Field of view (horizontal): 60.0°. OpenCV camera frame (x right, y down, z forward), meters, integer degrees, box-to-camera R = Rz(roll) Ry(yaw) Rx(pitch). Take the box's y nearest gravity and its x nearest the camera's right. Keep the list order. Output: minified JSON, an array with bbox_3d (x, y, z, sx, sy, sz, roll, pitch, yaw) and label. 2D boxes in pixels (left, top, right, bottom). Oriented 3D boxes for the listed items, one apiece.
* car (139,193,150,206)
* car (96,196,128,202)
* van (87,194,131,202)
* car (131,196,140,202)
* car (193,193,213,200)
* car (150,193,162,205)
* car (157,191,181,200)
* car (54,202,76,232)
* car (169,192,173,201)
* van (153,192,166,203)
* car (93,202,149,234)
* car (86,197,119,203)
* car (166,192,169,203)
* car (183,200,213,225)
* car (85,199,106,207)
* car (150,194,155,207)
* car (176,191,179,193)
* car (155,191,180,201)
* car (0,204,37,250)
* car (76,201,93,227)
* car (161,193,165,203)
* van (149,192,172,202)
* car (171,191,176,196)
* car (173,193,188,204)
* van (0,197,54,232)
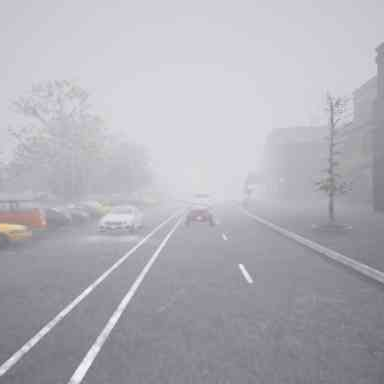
[{"bbox_3d":[-8.145,1.308,42.450,4.553,1.767,2.185,-1,0,-17],"label":"car"},{"bbox_3d":[-8.776,1.464,30.571,5.008,1.535,2.097,-1,0,-18],"label":"car"},{"bbox_3d":[-8.761,1.235,33.501,4.442,1.987,1.878,-1,0,-17],"label":"van"},{"bbox_3d":[-8.503,1.492,36.510,4.674,1.452,2.002,-1,0,-17],"label":"car"},{"bbox_3d":[1.350,1.161,41.253,2.150,2.045,5.566,0,0,4],"label":"car"},{"bbox_3d":[-7.623,1.404,48.429,5.366,1.575,1.946,-1,0,-16],"label":"car"},{"bbox_3d":[-5.591,0.906,80.861,5.566,2.045,2.435,-1,1,-16],"label":"car"},{"bbox_3d":[-9.194,1.510,18.736,4.674,1.452,2.002,-1,0,-19],"label":"car"},{"bbox_3d":[-6.793,1.316,63.165,5.008,1.535,2.097,-1,0,-16],"label":"car"},{"bbox_3d":[-7.302,1.134,57.211,4.442,1.987,1.878,-1,1,-16],"label":"van"},{"bbox_3d":[-3.943,1.507,19.305,1.812,1.442,4.674,0,0,2],"label":"car"},{"bbox_3d":[-9.083,1.467,27.548,5.366,1.575,1.946,-1,0,-18],"label":"car"},{"bbox_3d":[-7.019,1.213,60.198,4.553,1.767,2.185,-1,0,-16],"label":"car"},{"bbox_3d":[0.537,1.506,23.581,1.812,1.442,4.674,0,0,2],"label":"car"},{"bbox_3d":[-9.006,1.510,24.635,4.674,1.452,2.002,-1,0,-18],"label":"car"},{"bbox_3d":[-7.999,1.424,45.410,4.892,1.521,2.231,-1,0,-17],"label":"car"},{"bbox_3d":[-5.802,1.207,75.038,5.366,1.575,1.946,-1,0,-16],"label":"car"},{"bbox_3d":[-5.746,0.933,77.936,5.566,2.045,2.435,-1,0,-16],"label":"car"},{"bbox_3d":[-9.159,1.465,12.859,5.366,1.575,1.946,-1,0,-19],"label":"car"},{"bbox_3d":[-9.088,1.510,21.689,4.674,1.452,2.002,0,-1,-18],"label":"car"},{"bbox_3d":[-7.422,1.407,54.285,4.792,1.488,2.163,-1,1,-16],"label":"car"},{"bbox_3d":[-6.490,1.043,69.026,4.442,1.987,1.878,-1,1,-16],"label":"van"},{"bbox_3d":[-6.614,1.042,66.102,5.566,2.045,2.435,-1,1,-16],"label":"car"},{"bbox_3d":[-1.764,1.374,59.696,1.812,1.442,4.674,0,0,4],"label":"car"},{"bbox_3d":[-9.165,1.242,15.808,4.442,1.987,1.878,-1,0,-19],"label":"van"}]
